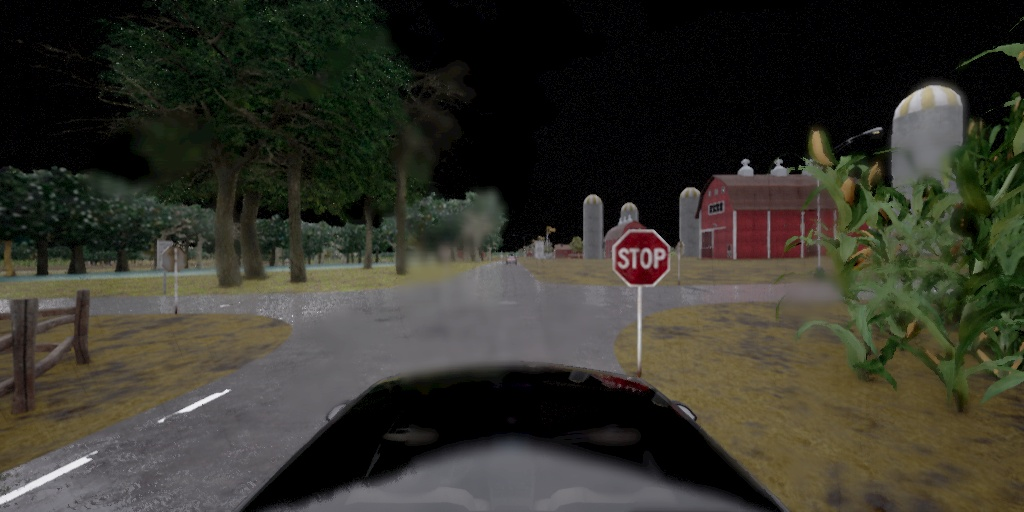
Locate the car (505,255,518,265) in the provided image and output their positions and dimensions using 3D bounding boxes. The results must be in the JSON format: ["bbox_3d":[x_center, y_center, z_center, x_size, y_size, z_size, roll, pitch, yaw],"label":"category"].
[{"bbox_3d":[-0.094,0.714,61.300,2.128,1.511,4.902,0,0,0],"label":"car"}]
